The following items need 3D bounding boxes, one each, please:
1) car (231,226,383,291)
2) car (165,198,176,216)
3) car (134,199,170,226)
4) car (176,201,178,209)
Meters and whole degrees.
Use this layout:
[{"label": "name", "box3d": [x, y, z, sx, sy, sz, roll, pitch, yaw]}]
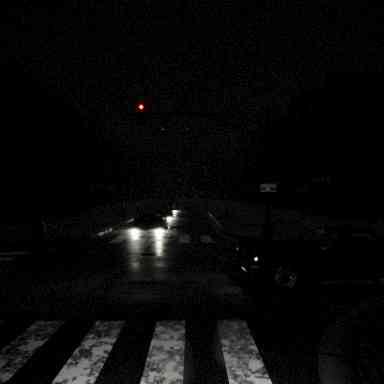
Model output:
[{"label": "car", "box3d": [3.467, 1.590, 8.631, 4.718, 1.301, 1.895, 0, 0, -9]}, {"label": "car", "box3d": [-2.931, 1.498, 33.451, 1.882, 1.535, 5.008, 0, 0, 0]}, {"label": "car", "box3d": [-2.912, 1.492, 23.982, 1.882, 1.535, 5.008, 0, 0, 0]}, {"label": "car", "box3d": [-2.939, 1.532, 43.533, 1.837, 1.490, 4.892, 0, 0, 0]}]
